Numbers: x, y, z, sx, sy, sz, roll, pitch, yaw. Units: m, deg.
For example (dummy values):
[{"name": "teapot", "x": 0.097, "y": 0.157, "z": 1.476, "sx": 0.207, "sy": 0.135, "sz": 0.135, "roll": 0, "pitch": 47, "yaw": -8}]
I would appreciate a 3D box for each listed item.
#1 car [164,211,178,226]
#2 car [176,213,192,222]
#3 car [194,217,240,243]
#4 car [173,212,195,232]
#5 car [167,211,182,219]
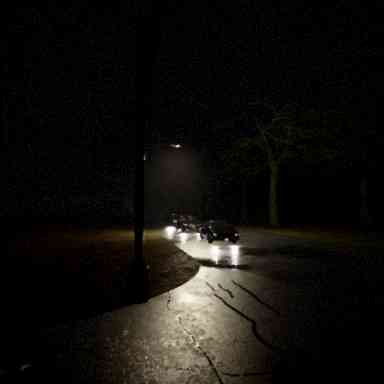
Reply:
[{"name": "car", "x": -2.448, "y": 3.492, "z": 42.451, "sx": 2.128, "sy": 1.511, "sz": 4.902, "roll": 1, "pitch": -3, "yaw": -12}, {"name": "car", "x": -1.330, "y": 4.146, "z": 55.102, "sx": 1.994, "sy": 1.385, "sz": 4.181, "roll": 1, "pitch": -3, "yaw": -12}, {"name": "car", "x": 1.705, "y": 2.608, "z": 22.683, "sx": 2.033, "sy": 1.411, "sz": 5.357, "roll": 1, "pitch": -3, "yaw": -8}, {"name": "car", "x": -0.367, "y": 3.039, "z": 32.471, "sx": 1.837, "sy": 1.490, "sz": 4.892, "roll": 1, "pitch": -3, "yaw": -12}, {"name": "car", "x": -3.395, "y": 4.494, "z": 64.897, "sx": 2.128, "sy": 1.511, "sz": 4.902, "roll": 1, "pitch": -3, "yaw": -12}]
